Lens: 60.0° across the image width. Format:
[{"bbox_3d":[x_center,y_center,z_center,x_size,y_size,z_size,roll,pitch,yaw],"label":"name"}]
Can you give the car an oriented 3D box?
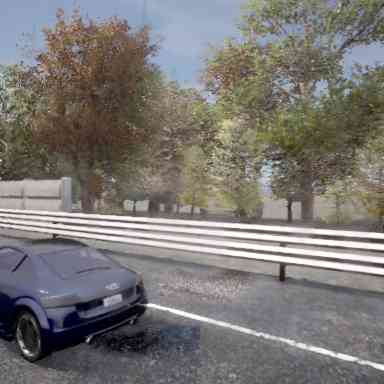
[{"bbox_3d":[-2.792,1.534,5.947,4.181,1.385,1.994,0,0,35],"label":"car"}]
